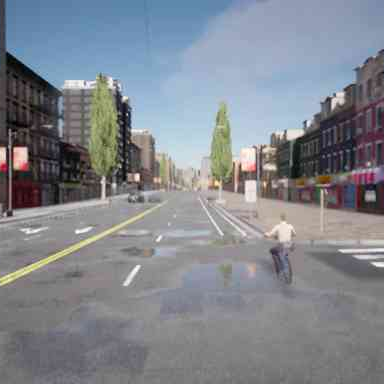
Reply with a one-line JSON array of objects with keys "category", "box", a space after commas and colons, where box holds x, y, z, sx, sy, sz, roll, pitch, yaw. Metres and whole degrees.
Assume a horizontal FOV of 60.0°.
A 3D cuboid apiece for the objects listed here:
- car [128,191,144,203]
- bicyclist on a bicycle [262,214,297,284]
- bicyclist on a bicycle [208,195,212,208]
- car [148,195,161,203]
[{"category": "car", "box": [-9.686, 0.835, 57.964, 2.150, 2.045, 5.566, 0, 1, 0]}, {"category": "bicyclist on a bicycle", "box": [2.219, 1.327, 8.206, 0.866, 1.612, 1.509, -1, 0, 0]}, {"category": "bicyclist on a bicycle", "box": [2.298, 1.207, 42.763, 0.659, 1.776, 1.843, 0, 1, 0]}, {"category": "car", "box": [-6.436, 1.177, 57.996, 1.994, 1.385, 4.181, 0, 1, 0]}]
